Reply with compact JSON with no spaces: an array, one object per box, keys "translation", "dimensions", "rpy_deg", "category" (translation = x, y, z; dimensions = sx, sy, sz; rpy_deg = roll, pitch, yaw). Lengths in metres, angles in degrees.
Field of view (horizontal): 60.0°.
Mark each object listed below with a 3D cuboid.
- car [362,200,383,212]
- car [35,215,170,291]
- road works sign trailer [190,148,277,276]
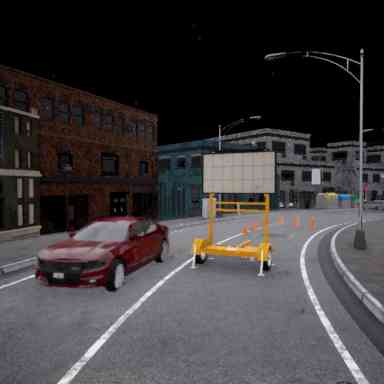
[{"translation":[22.532,1.692,40.917],"dimensions":[4.718,1.301,1.895],"rpy_deg":[0,1,-36],"category":"car"},{"translation":[-2.144,1.460,9.323],"dimensions":[1.882,1.535,5.008],"rpy_deg":[0,0,15],"category":"car"},{"translation":[1.522,0.461,10.620],"dimensions":[2.380,3.560,2.880],"rpy_deg":[0,0,24],"category":"road works sign trailer"}]
